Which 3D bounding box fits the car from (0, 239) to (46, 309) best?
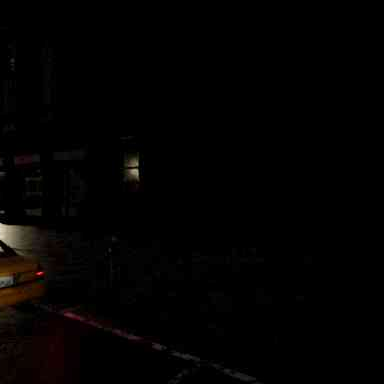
[{"bbox_3d":[-5.195,1.456,6.949,5.366,1.575,1.801,0,0,35],"label":"car"}]
